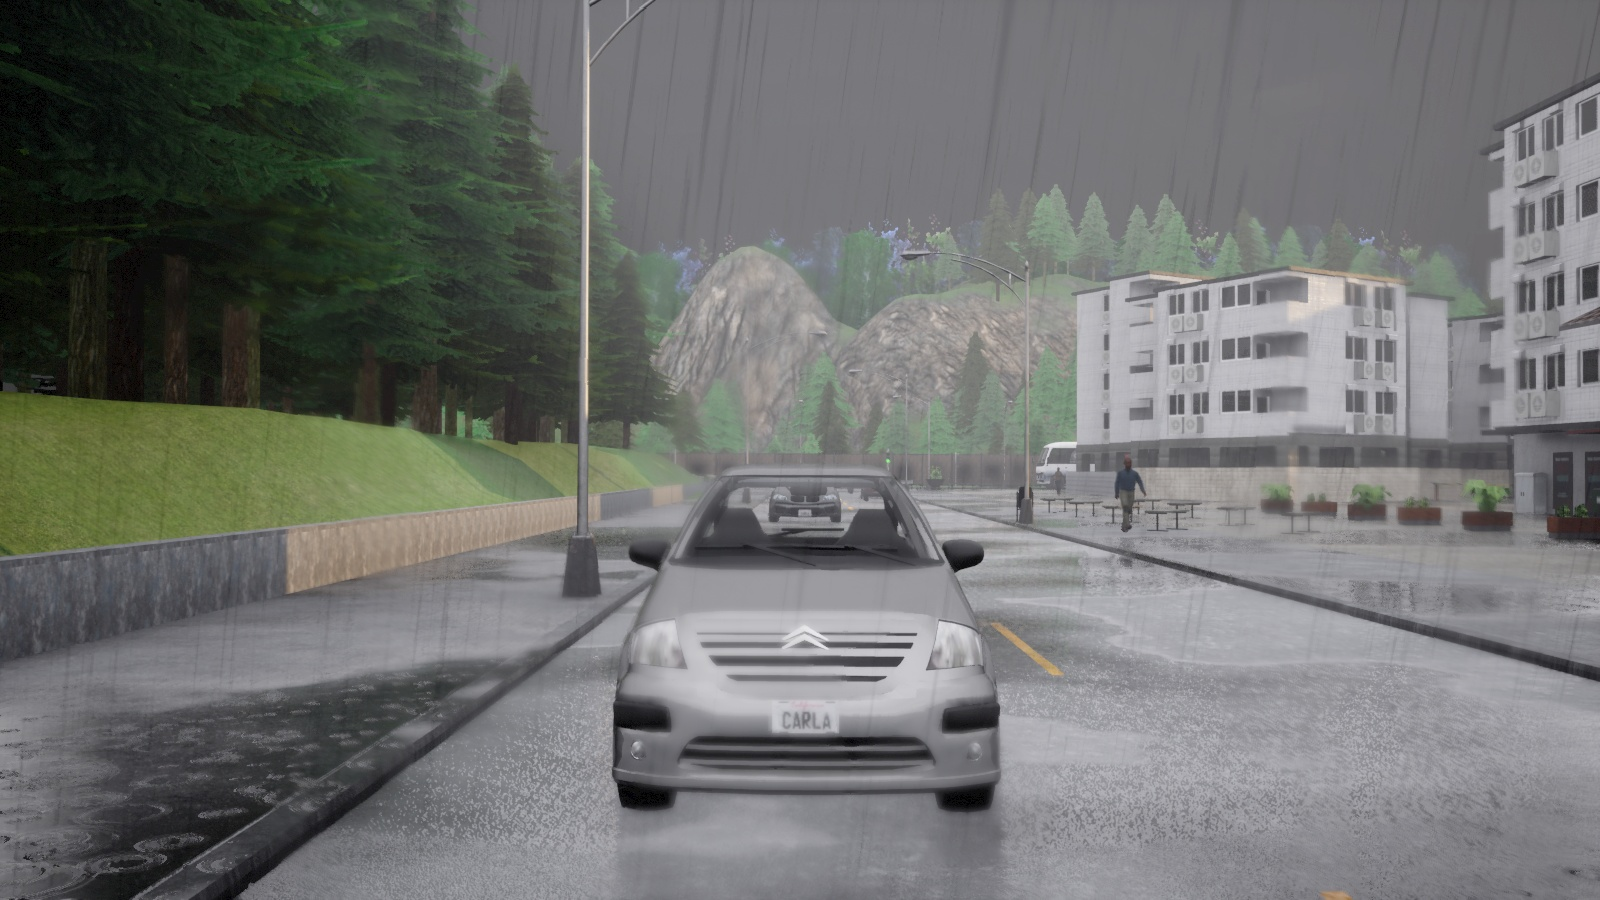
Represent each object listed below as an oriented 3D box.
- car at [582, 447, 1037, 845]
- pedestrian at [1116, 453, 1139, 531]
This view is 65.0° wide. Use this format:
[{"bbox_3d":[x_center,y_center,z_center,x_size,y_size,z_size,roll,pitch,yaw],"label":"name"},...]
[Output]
[{"bbox_3d":[0.044,0.832,7.120,1.851,1.617,3.988,0,-1,0],"label":"car"},{"bbox_3d":[7.866,0.998,30.160,0.370,1.835,0.726,0,-1,1],"label":"pedestrian"}]
